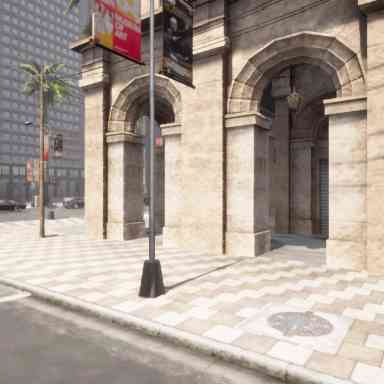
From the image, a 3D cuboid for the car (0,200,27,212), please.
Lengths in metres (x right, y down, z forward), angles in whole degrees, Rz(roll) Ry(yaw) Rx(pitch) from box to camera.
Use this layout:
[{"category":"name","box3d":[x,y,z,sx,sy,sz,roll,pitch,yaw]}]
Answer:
[{"category":"car","box3d":[-21.159,1.601,37.037,1.895,1.301,4.718,0,0,36]}]

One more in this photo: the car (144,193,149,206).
[{"category":"car","box3d":[-9.039,1.221,53.905,2.150,2.045,5.566,0,0,35]}]

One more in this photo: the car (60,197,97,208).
[{"category":"car","box3d":[-16.554,1.513,48.755,2.161,1.482,4.786,0,0,35]}]

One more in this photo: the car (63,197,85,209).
[{"category":"car","box3d":[-15.103,1.505,45.472,1.837,1.490,4.892,0,0,36]}]
